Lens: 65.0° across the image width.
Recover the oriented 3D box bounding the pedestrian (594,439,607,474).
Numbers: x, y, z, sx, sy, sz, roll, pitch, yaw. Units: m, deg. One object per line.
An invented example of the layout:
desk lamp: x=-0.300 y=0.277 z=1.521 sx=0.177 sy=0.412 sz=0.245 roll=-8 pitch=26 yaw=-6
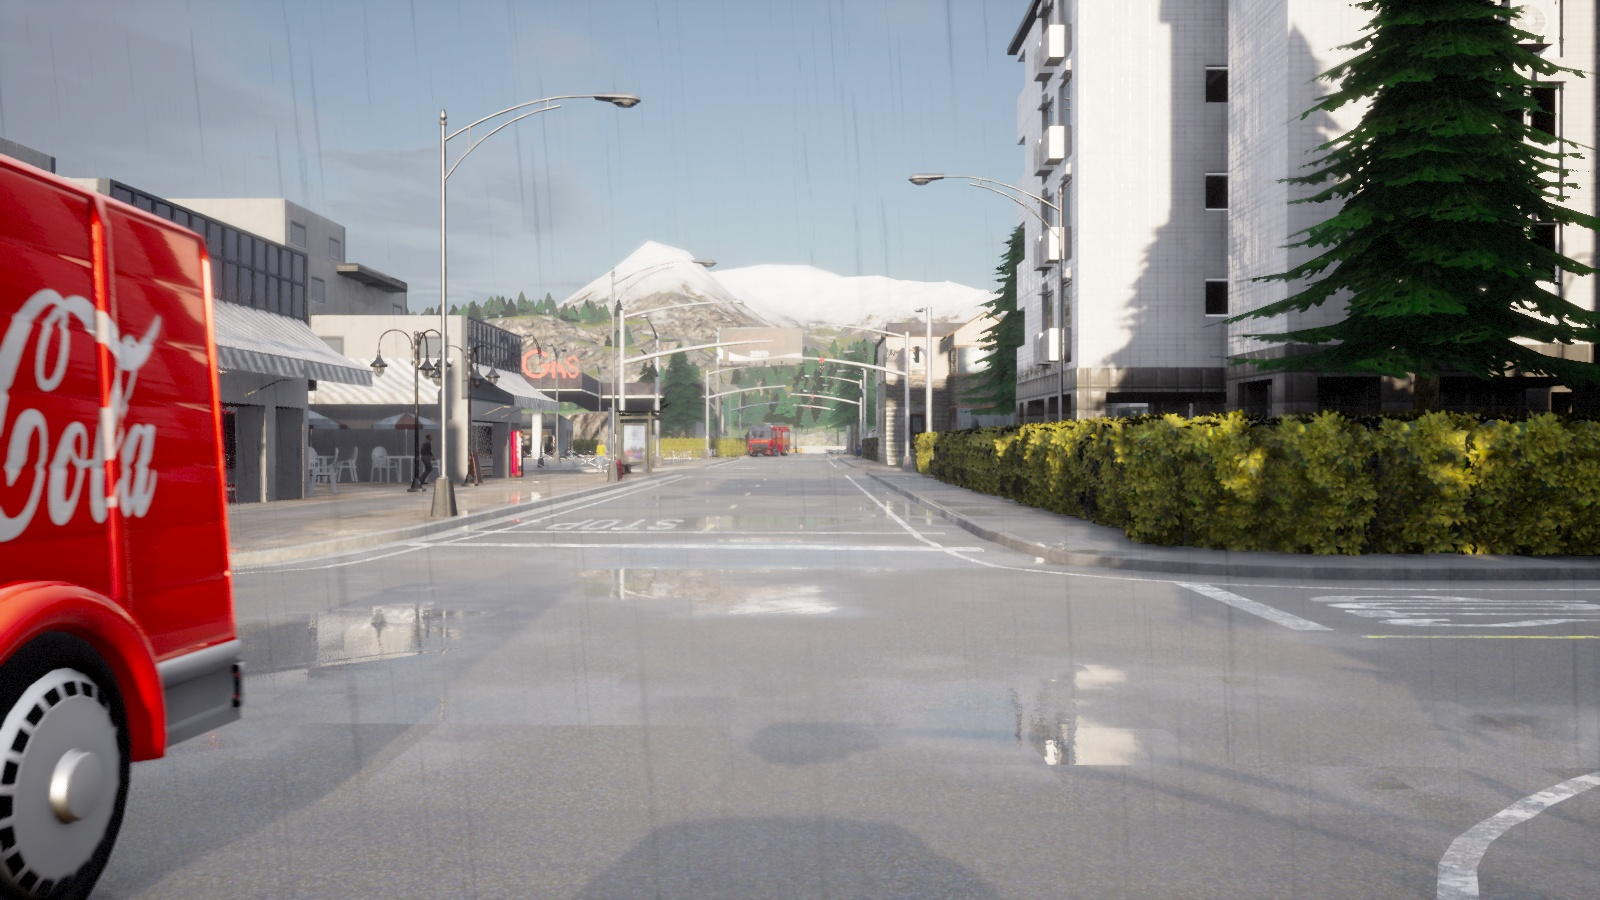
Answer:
pedestrian: x=-10.463 y=0.319 z=65.846 sx=0.354 sy=1.836 sz=0.706 roll=0 pitch=0 yaw=20

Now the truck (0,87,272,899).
truck: x=-3.469 y=0.254 z=2.489 sx=2.627 sy=2.467 sz=5.204 roll=0 pitch=0 yaw=0

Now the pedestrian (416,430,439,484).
pedestrian: x=-12.925 y=0.246 z=43.614 sx=0.720 sy=1.854 sz=0.376 roll=0 pitch=0 yaw=-26
